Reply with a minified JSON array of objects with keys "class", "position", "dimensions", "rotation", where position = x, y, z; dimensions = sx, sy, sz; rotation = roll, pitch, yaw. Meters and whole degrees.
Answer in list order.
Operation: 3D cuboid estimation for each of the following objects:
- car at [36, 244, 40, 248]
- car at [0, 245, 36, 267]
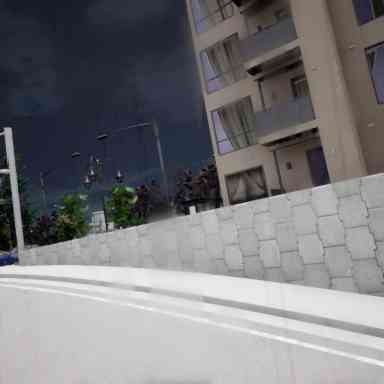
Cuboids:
[{"class":"car","position":[-15.513,5.655,29.605],"dimensions":[2.097,1.767,4.553],"rotation":[-15,-9,35]},{"class":"car","position":[-14.708,5.044,24.209],"dimensions":[2.033,1.411,5.357],"rotation":[-14,-8,33]}]
